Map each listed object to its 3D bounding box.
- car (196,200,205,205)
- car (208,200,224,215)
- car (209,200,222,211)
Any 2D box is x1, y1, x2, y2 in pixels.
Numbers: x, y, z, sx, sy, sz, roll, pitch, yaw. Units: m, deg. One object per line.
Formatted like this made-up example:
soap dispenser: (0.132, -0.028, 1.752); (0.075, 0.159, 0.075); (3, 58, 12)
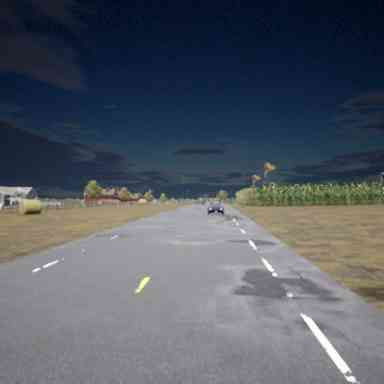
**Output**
car: (1.940, 2.443, 77.548); (1.994, 1.385, 4.181); (0, -1, 4)
car: (2.810, 1.964, 39.190); (1.895, 1.301, 4.718); (0, -1, 4)
car: (3.518, 2.002, 49.076); (1.837, 1.490, 4.892); (0, -1, 4)
